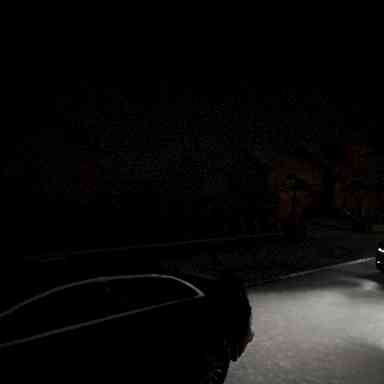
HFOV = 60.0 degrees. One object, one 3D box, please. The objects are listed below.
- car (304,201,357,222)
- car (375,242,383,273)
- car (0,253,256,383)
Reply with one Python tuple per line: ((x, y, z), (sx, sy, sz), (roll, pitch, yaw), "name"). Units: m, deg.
((10.327, 1.407, 24.828), (1.845, 1.501, 3.633), (1, 0, -38), "car")
((7.277, 1.609, 9.766), (4.902, 1.511, 2.128), (1, 0, -35), "car")
((-1.485, 1.500, 3.543), (4.902, 1.511, 2.128), (1, -1, -35), "car")
